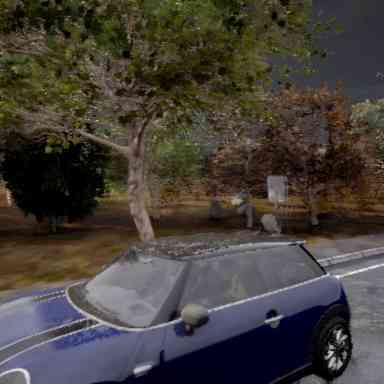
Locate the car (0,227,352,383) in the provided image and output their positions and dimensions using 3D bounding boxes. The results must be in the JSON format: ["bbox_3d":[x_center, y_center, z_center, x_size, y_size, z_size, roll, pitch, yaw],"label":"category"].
[{"bbox_3d":[-0.185,1.348,3.860,4.553,1.767,2.097,0,0,-36],"label":"car"}]
